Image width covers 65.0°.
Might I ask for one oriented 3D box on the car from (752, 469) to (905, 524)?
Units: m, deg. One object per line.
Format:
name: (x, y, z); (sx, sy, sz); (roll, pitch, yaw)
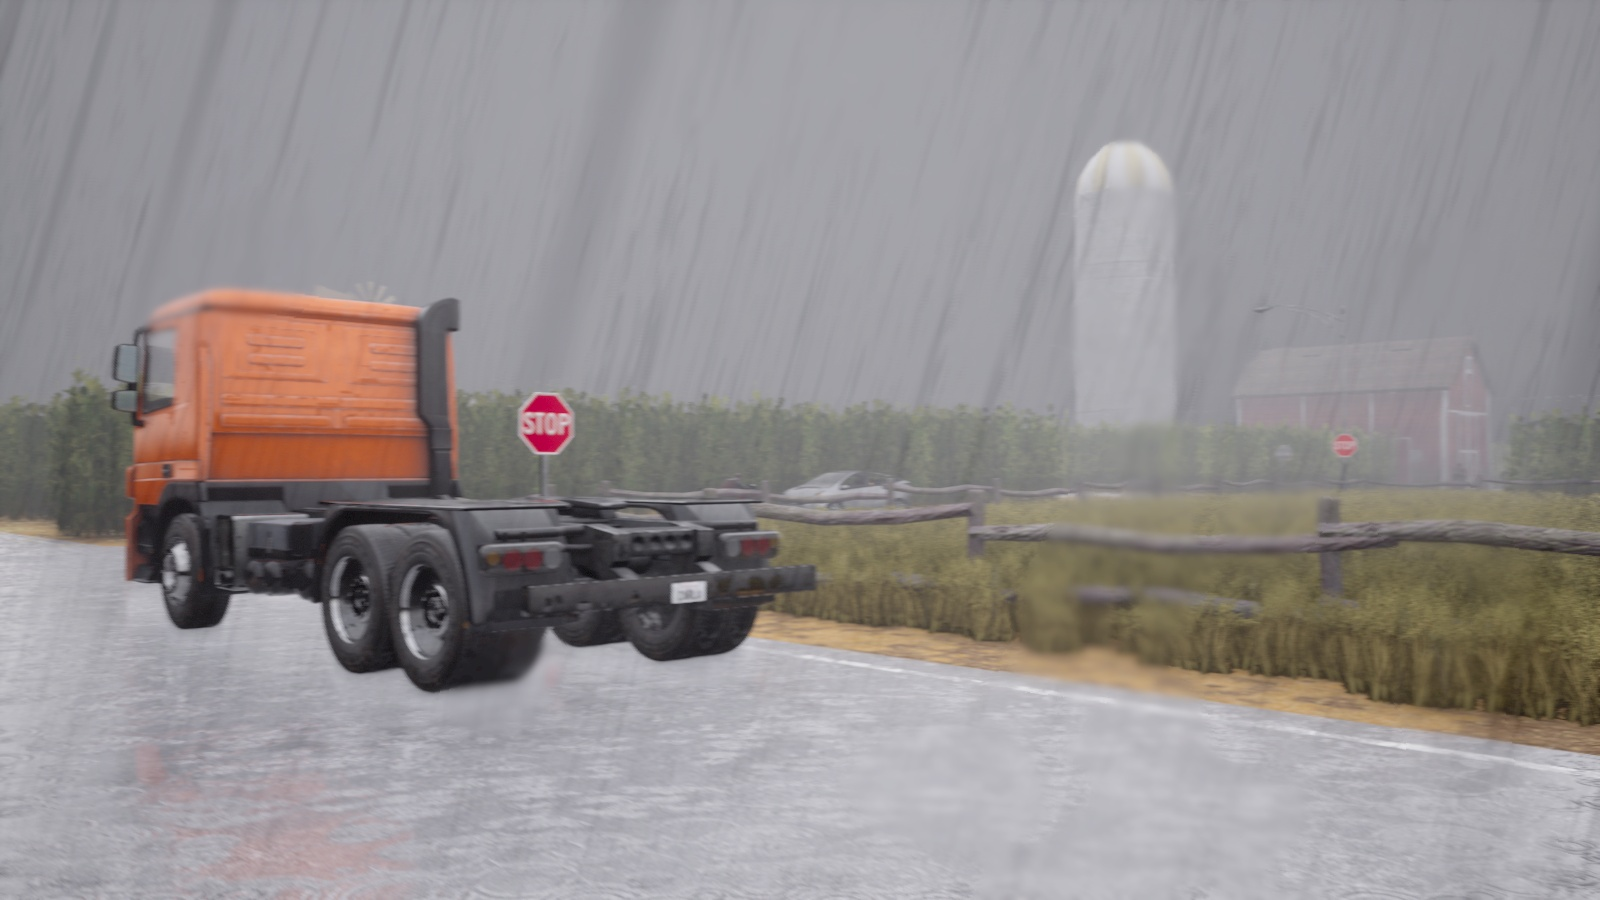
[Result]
car: (0.910, 1.347, 37.601); (4.514, 1.525, 2.007); (0, -1, -45)

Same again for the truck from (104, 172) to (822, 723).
truck: (-3.671, 0.056, 11.725); (2.891, 3.462, 7.936); (0, -1, -45)
